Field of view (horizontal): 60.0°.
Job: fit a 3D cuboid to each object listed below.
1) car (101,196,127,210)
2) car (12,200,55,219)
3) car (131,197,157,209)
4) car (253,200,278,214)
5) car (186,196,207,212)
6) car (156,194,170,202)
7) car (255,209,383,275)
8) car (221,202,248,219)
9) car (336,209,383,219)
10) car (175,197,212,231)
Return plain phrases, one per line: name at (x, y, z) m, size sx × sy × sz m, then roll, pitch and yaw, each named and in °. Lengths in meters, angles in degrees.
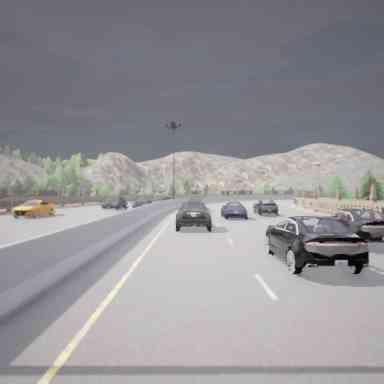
car at (-9.775, 1.352, 42.059) m, size 2.097 × 1.767 × 4.553 m, roll 0°, pitch 0°, yaw 7°
car at (-14.008, 1.478, 29.671) m, size 1.882 × 1.535 × 5.008 m, roll 0°, pitch 0°, yaw 1°
car at (-6.252, 1.564, 42.274) m, size 1.994 × 1.385 × 4.181 m, roll 0°, pitch 0°, yaw 7°
car at (7.207, 1.493, 32.810) m, size 2.128 × 1.511 × 4.902 m, roll 0°, pitch 0°, yaw 2°
car at (0.600, 1.353, 38.880) m, size 2.097 × 1.767 × 4.553 m, roll 0°, pitch 0°, yaw 5°
car at (-6.343, 1.261, 70.456) m, size 2.097 × 1.767 × 4.553 m, roll 0°, pitch 0°, yaw 20°
car at (3.596, 1.492, 10.437) m, size 2.128 × 1.511 × 4.902 m, roll 0°, pitch 0°, yaw 0°
car at (3.617, 1.565, 29.015) m, size 1.994 × 1.385 × 4.181 m, roll 0°, pitch 0°, yaw 1°
car at (7.094, 1.493, 14.561) m, size 2.128 × 1.511 × 4.902 m, roll 0°, pitch 0°, yaw 0°
car at (0.091, 1.353, 20.923) m, size 2.097 × 1.767 × 4.553 m, roll 0°, pitch 0°, yaw 0°
